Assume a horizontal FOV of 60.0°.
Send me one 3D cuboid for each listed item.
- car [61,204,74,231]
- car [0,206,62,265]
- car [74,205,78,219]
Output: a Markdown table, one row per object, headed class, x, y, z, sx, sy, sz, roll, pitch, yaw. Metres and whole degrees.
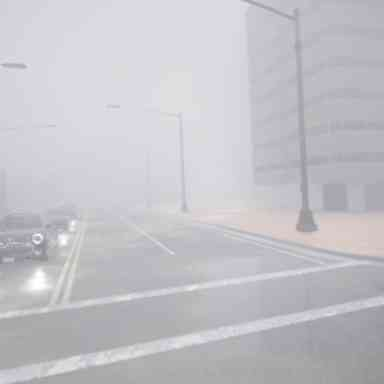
| class | x | y | z | sx | sy | sz | roll | pitch | yaw |
| --- | --- | --- | --- | --- | --- | --- | --- | --- | --- |
| car | -9.647 | 1.884 | 23.420 | 1.882 | 1.535 | 5.008 | -3 | 0 | -16 |
| car | -6.493 | 1.616 | 12.806 | 2.097 | 1.767 | 4.553 | -3 | 0 | -17 |
| car | -13.129 | 2.054 | 35.181 | 2.128 | 1.511 | 4.902 | -3 | 0 | -16 |
